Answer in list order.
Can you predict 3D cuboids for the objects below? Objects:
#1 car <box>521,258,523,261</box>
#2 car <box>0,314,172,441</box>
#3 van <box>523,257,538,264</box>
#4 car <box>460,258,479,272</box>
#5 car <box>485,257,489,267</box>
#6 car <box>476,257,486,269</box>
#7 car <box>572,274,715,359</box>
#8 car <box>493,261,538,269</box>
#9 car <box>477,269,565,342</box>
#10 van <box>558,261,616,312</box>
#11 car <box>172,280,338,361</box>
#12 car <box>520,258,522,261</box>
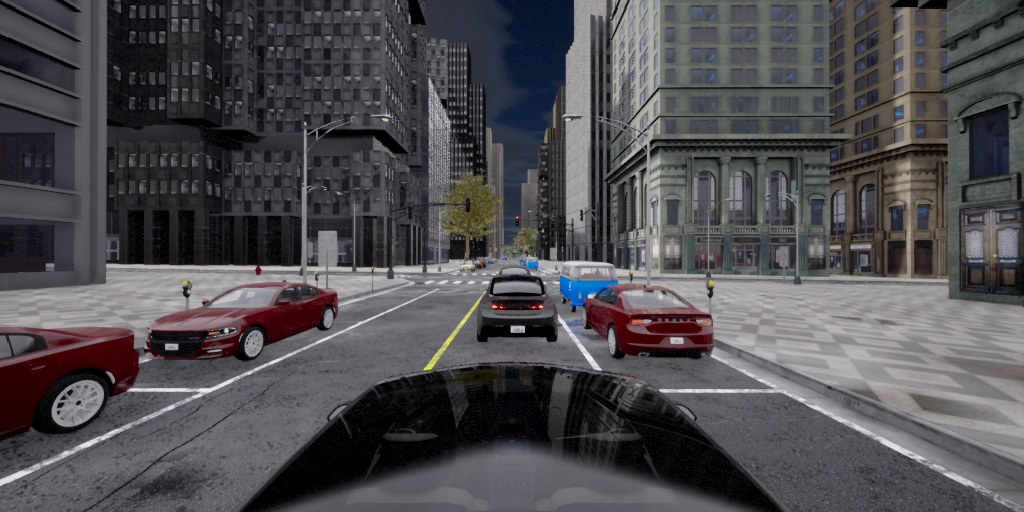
[{"bbox_3d":[2.888,1.347,57.208,1.948,1.339,4.313,0,0,0],"label":"car"},{"bbox_3d":[-5.776,1.295,2.799,1.888,1.381,4.507,0,0,0],"label":"car"},{"bbox_3d":[2.876,1.116,51.795,1.690,1.789,3.998,0,0,0],"label":"van"},{"bbox_3d":[-5.668,1.297,46.247,1.751,1.417,4.829,0,0,0],"label":"car"},{"bbox_3d":[-5.625,1.101,62.286,2.192,1.841,5.009,0,0,0],"label":"car"},{"bbox_3d":[-5.637,1.326,56.997,1.888,1.381,4.507,0,0,0],"label":"car"},{"bbox_3d":[2.790,1.296,8.286,1.888,1.381,4.507,0,0,0],"label":"car"},{"bbox_3d":[0.135,1.231,18.939,1.882,1.535,5.008,0,0,0],"label":"car"},{"bbox_3d":[0.119,1.256,9.763,1.837,1.490,4.892,0,0,0],"label":"car"},{"bbox_3d":[2.804,1.093,13.811,1.690,1.789,3.998,0,0,0],"label":"van"},{"bbox_3d":[-5.765,1.296,8.324,1.888,1.381,4.507,0,0,0],"label":"car"},{"bbox_3d":[2.901,1.332,62.621,1.888,1.381,4.507,0,0,0],"label":"car"}]
